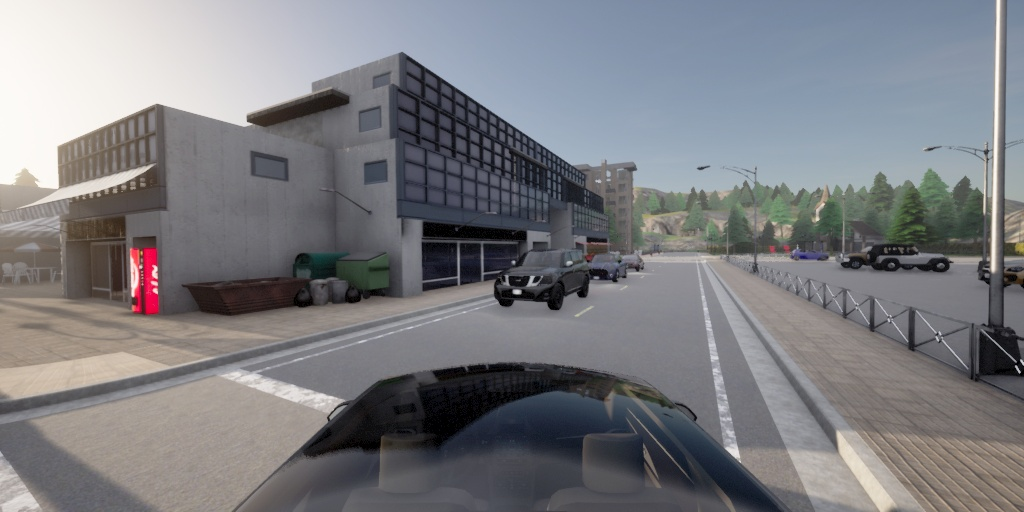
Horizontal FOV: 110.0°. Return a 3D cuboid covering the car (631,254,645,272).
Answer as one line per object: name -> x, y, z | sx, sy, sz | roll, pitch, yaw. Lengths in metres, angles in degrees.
car -> 10.514, 0.557, 31.733 | 1.812, 1.442, 4.674 | 0, 1, 27

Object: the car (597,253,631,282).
car -> 5.868, 0.626, 22.616 | 2.097, 1.767, 4.553 | 0, 1, 27

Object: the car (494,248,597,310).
car -> 1.407, 0.729, 13.849 | 2.150, 2.045, 5.566 | 0, 1, 27
